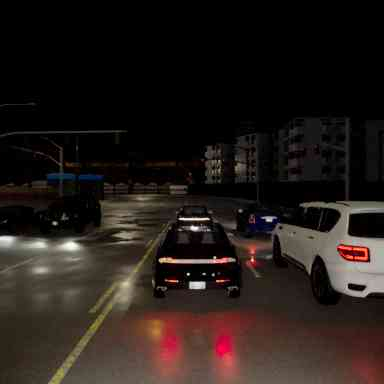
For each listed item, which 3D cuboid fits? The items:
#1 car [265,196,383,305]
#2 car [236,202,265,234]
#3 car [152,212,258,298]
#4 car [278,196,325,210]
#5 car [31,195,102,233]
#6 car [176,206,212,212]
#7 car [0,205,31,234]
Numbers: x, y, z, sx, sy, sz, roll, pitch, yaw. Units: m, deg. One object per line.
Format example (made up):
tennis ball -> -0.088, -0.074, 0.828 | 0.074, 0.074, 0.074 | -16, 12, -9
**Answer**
car -> 3.595, 1.220, 8.246 | 2.150, 2.045, 5.566 | 0, 0, 0
car -> 3.611, 1.328, 17.669 | 2.097, 1.767, 4.553 | 0, 0, 0
car -> 0.103, 1.499, 8.534 | 2.128, 1.511, 4.902 | 0, 0, 0
car -> 12.590, 1.235, 38.392 | 4.892, 1.490, 1.837 | 0, 1, -1
car -> -6.988, 1.231, 19.708 | 2.150, 2.045, 5.566 | 0, 0, 0
car -> 0.113, 1.473, 17.946 | 2.128, 1.511, 4.902 | 0, 0, 0
car -> -10.491, 1.531, 19.533 | 1.812, 1.442, 4.674 | 0, 0, 0
